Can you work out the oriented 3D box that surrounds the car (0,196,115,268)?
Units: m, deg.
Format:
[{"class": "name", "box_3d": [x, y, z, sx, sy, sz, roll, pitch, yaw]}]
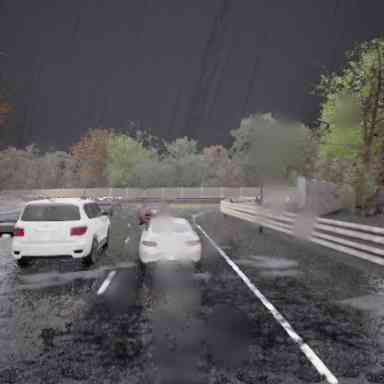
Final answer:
[{"class": "car", "box_3d": [-4.231, 1.245, 11.637, 2.150, 2.045, 5.566, 0, 0, -7]}]

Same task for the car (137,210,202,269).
[{"class": "car", "box_3d": [-0.774, 1.537, 11.121, 1.812, 1.442, 4.674, 0, 0, -6]}]

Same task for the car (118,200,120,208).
[{"class": "car", "box_3d": [-11.953, 1.571, 49.270, 2.128, 1.511, 4.902, 0, 0, -26]}]

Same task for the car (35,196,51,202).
[{"class": "car", "box_3d": [-37.200, 1.716, 83.173, 4.674, 1.442, 1.812, 0, 0, 40]}]

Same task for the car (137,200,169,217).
[{"class": "car", "box_3d": [-2.808, 1.380, 23.697, 2.097, 1.767, 4.553, 0, 0, -12]}]

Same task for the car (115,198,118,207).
[{"class": "car", "box_3d": [-8.906, 1.548, 32.882, 2.128, 1.511, 4.902, 0, 0, -18]}]
